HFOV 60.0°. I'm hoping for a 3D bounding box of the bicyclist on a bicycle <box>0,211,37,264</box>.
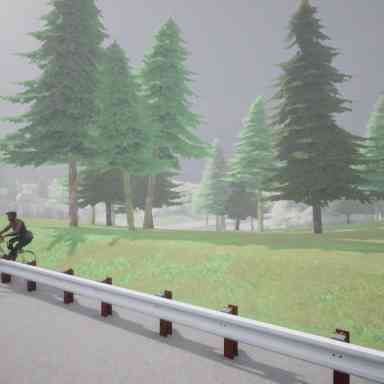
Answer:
[{"bbox_3d":[-4.575,1.312,8.415,0.582,1.620,1.656,4,-10,34],"label":"bicyclist on a bicycle"}]
